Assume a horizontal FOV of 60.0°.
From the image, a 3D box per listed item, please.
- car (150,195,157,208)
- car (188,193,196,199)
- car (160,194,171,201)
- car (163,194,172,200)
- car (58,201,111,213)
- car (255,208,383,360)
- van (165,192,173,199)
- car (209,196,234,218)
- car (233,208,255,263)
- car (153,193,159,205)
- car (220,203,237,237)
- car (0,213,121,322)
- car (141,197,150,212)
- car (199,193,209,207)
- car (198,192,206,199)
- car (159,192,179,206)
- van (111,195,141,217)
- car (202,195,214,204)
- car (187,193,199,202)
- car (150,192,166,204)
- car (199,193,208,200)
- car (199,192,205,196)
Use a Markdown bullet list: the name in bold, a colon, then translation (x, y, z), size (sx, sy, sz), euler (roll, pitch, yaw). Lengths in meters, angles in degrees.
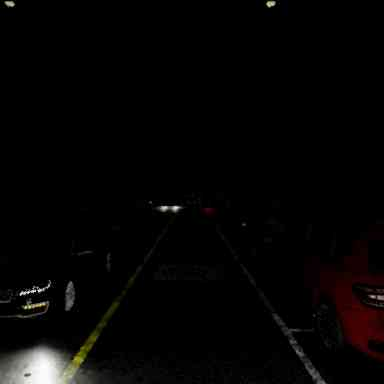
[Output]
- **car**: translation (-5.787, 1.337, 39.669), size (2.008, 1.369, 4.403), euler (0, 0, 0)
- **car**: translation (-0.047, 0.962, 84.844), size (2.033, 1.411, 5.357), euler (0, 0, 0)
- **car**: translation (-5.806, 1.170, 73.488), size (2.008, 1.369, 4.403), euler (0, 0, 0)
- **car**: translation (-5.809, 1.175, 79.126), size (1.802, 1.307, 4.206), euler (0, 0, 0)
- **car**: translation (-5.775, 1.346, 17.123), size (1.967, 1.590, 4.097), euler (0, 0, 0)
- **car**: translation (2.756, 1.283, 5.863), size (2.192, 1.841, 5.009), euler (0, 0, 0)
- **van**: translation (-5.814, 0.909, 84.761), size (1.690, 1.788, 3.998), euler (0, 0, 0)
- **car**: translation (2.744, 1.285, 28.407), size (1.967, 1.590, 4.097), euler (0, 0, 0)
- **car**: translation (2.754, 1.482, 11.500), size (1.887, 1.381, 4.507), euler (0, 0, 0)
- **car**: translation (-5.794, 1.170, 50.941), size (1.967, 1.590, 4.097), euler (0, 0, 0)
- **car**: translation (2.751, 1.472, 17.136), size (1.947, 1.339, 4.313), euler (0, 0, 0)
- **car**: translation (-3.104, 1.464, 7.458), size (1.837, 1.490, 4.892), euler (0, 0, 0)
- **car**: translation (-5.784, 1.342, 33.863), size (1.752, 1.417, 4.829), euler (0, 0, 0)
- **car**: translation (2.330, 1.262, 45.287), size (1.837, 1.490, 4.892), euler (0, 0, 0)
- **car**: translation (2.708, 0.858, 90.405), size (2.192, 1.841, 5.009), euler (0, 0, 0)
- **car**: translation (-3.114, 0.964, 48.367), size (2.150, 2.045, 5.566), euler (0, 0, 0)
- **van**: translation (-5.781, 1.186, 28.395), size (1.690, 1.788, 3.998), euler (0, 0, 0)
- **car**: translation (2.728, 1.284, 56.590), size (1.802, 1.307, 4.206), euler (0, 0, 0)
- **car**: translation (-0.008, 1.248, 67.449), size (1.895, 1.301, 4.718), euler (0, 0, 0)
- **car**: translation (-5.798, 1.017, 56.578), size (2.192, 1.841, 5.009), euler (0, 0, 0)
- **car**: translation (2.715, 1.033, 79.134), size (1.967, 1.590, 4.097), euler (0, 0, 0)
- **car**: translation (2.722, 1.228, 67.862), size (1.802, 1.307, 4.206), euler (0, 0, 0)
